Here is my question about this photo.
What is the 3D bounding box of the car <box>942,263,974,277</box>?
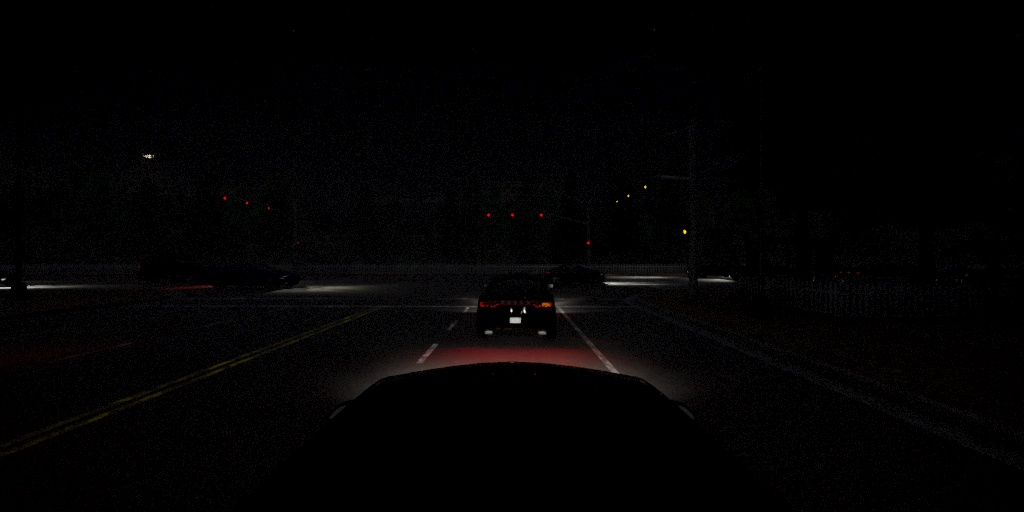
[{"bbox_3d":[37.672,1.295,31.591,4.718,1.301,1.895,0,0,9],"label":"car"}]

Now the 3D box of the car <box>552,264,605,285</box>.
[{"bbox_3d":[4.400,1.277,25.398,4.181,1.385,1.994,0,0,0],"label":"car"}]

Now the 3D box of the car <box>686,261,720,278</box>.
[{"bbox_3d":[18.417,1.186,32.487,4.902,1.511,2.128,0,0,1],"label":"car"}]

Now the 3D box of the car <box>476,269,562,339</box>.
[{"bbox_3d":[0.173,1.228,10.149,1.882,1.535,5.008,0,0,2],"label":"car"}]

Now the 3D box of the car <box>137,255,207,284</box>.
[{"bbox_3d":[-23.230,0.917,25.554,5.566,2.045,2.150,0,0,0],"label":"car"}]

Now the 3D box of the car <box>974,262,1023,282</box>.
[{"bbox_3d":[39.925,1.172,27.570,5.008,1.535,1.882,0,0,14],"label":"car"}]

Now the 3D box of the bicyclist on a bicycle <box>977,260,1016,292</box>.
[{"bbox_3d":[22.821,0.995,17.011,0.582,1.620,1.656,0,0,0],"label":"bicyclist on a bicycle"}]

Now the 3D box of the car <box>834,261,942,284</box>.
[{"bbox_3d":[26.230,1.242,25.271,5.357,1.411,2.033,0,0,0],"label":"car"}]

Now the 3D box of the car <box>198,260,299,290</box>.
[{"bbox_3d":[-15.795,1.190,22.011,5.008,1.535,1.882,1,0,0],"label":"car"}]

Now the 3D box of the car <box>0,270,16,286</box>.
[{"bbox_3d":[-33.215,1.258,22.028,4.181,1.385,1.994,0,0,-1],"label":"car"}]

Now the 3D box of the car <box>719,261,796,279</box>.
[{"bbox_3d":[20.235,1.242,29.010,5.357,1.411,2.033,0,0,-1],"label":"car"}]

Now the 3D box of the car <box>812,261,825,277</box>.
[{"bbox_3d":[27.748,1.186,32.309,4.902,1.511,2.128,0,0,2],"label":"car"}]
